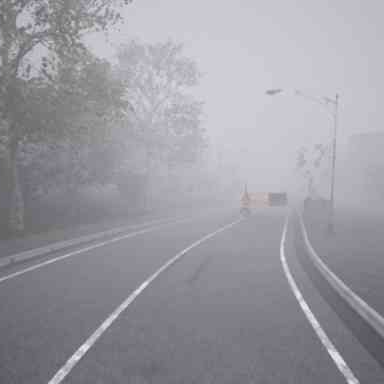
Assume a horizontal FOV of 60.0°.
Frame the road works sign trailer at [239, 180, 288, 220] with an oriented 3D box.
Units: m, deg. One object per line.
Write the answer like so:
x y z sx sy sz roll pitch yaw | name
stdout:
5.546 0.362 25.950 3.560 2.880 2.380 -2 20 13 | road works sign trailer

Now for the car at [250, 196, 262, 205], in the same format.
10.677 1.425 55.539 1.812 1.442 4.674 2 0 15 | car
